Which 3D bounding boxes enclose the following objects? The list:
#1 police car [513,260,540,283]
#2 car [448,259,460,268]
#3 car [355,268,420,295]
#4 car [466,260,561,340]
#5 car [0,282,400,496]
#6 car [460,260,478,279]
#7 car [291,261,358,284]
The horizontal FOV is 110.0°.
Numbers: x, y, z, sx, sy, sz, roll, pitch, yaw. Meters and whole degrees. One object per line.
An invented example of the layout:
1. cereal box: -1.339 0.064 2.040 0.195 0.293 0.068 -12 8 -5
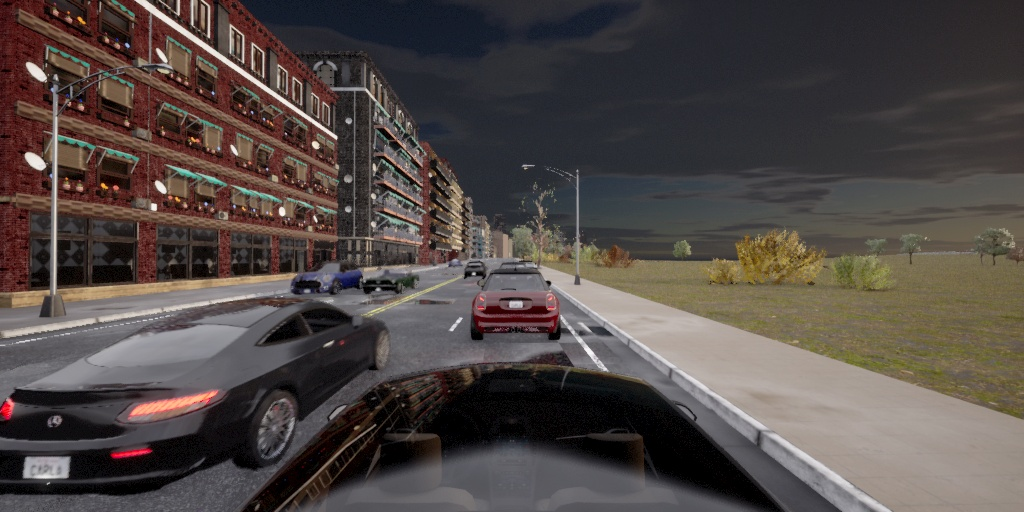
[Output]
1. police car: 1.096 1.179 29.380 1.930 1.638 5.238 0 0 0
2. car: -9.901 1.277 62.401 1.812 1.442 4.674 0 0 0
3. car: -6.626 1.353 19.969 1.895 1.301 4.718 0 0 0
4. car: 0.080 1.103 10.112 2.097 1.767 4.553 0 0 0
5. car: -3.157 1.276 4.732 1.812 1.442 4.674 0 0 0
6. car: -3.196 1.257 32.460 1.837 1.490 4.892 0 0 0
7. car: -9.878 1.105 19.519 2.097 1.767 4.553 0 0 0
